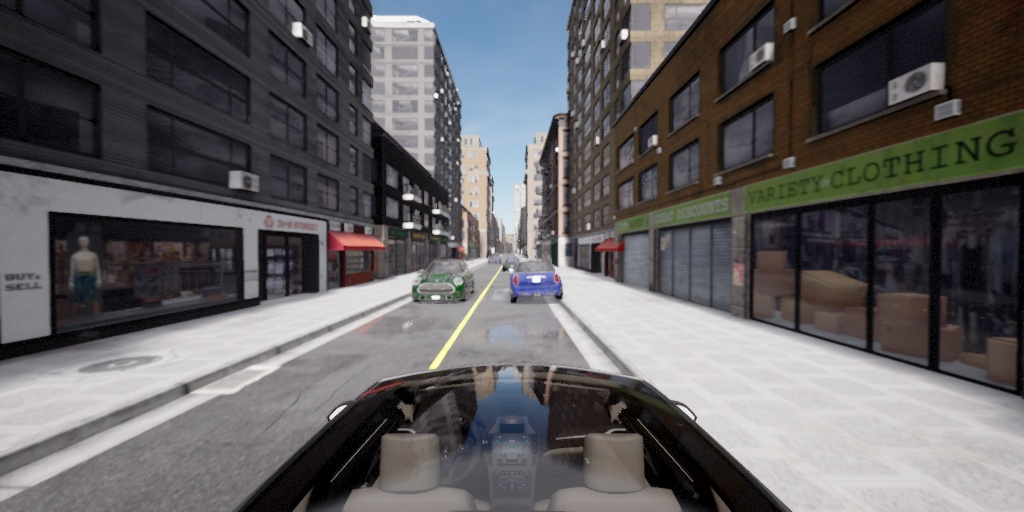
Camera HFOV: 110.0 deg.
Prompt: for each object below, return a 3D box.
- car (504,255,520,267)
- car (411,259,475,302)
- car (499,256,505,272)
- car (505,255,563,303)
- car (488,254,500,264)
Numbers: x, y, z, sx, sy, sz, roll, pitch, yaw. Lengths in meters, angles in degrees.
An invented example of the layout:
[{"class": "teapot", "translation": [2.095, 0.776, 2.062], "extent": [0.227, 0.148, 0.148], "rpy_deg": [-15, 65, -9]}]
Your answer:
[{"class": "car", "translation": [0.017, 0.640, 51.024], "extent": [2.128, 1.511, 4.902], "rpy_deg": [0, 1, 0]}, {"class": "car", "translation": [-2.847, 0.939, 15.636], "extent": [2.097, 1.767, 4.553], "rpy_deg": [0, 1, 0]}, {"class": "car", "translation": [0.031, 0.884, 37.378], "extent": [1.994, 1.385, 4.181], "rpy_deg": [0, 1, 1]}, {"class": "car", "translation": [0.929, 0.905, 15.749], "extent": [2.097, 1.767, 4.553], "rpy_deg": [-2, 1, 0]}, {"class": "car", "translation": [-2.787, 0.402, 58.578], "extent": [2.097, 1.767, 4.553], "rpy_deg": [0, 1, 1]}]
